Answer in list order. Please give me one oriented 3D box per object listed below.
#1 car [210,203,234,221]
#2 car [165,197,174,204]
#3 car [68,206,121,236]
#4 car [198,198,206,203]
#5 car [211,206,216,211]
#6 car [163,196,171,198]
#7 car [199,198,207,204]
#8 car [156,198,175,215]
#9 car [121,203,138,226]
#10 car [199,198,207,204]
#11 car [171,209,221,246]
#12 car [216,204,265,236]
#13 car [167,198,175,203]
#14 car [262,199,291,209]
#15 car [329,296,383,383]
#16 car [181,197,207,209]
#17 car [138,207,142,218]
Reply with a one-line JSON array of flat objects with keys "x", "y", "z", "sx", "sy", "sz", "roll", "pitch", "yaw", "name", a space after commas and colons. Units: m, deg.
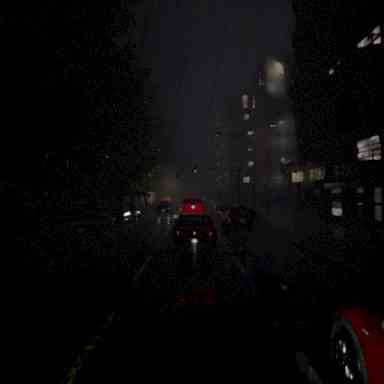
[{"x": 2.695, "y": 1.756, "z": 30.941, "sx": 1.752, "sy": 1.417, "sz": 4.829, "roll": 0, "pitch": 0, "yaw": 0, "name": "car"}, {"x": -5.674, "y": 2.120, "z": 85.408, "sx": 1.967, "sy": 1.590, "sz": 4.097, "roll": 0, "pitch": 0, "yaw": 0, "name": "car"}, {"x": -5.687, "y": 1.667, "z": 19.341, "sx": 1.752, "sy": 1.417, "sz": 4.829, "roll": 0, "pitch": 0, "yaw": 0, "name": "car"}, {"x": 2.708, "y": 2.279, "z": 90.941, "sx": 2.008, "sy": 1.369, "sz": 4.403, "roll": 0, "pitch": -1, "yaw": 0, "name": "car"}, {"x": 2.695, "y": 1.752, "z": 25.140, "sx": 1.947, "sy": 1.339, "sz": 4.313, "roll": 0, "pitch": 0, "yaw": 0, "name": "car"}, {"x": -5.677, "y": 1.900, "z": 74.339, "sx": 2.192, "sy": 1.841, "sz": 5.009, "roll": 0, "pitch": 0, "yaw": 0, "name": "car"}, {"x": 2.705, "y": 2.158, "z": 80.040, "sx": 1.752, "sy": 1.417, "sz": 4.829, "roll": 0, "pitch": 0, "yaw": 0, "name": "car"}, {"x": -3.029, "y": 1.779, "z": 37.981, "sx": 2.128, "sy": 1.511, "sz": 4.902, "roll": 0, "pitch": -1, "yaw": 1, "name": "car"}, {"x": -5.686, "y": 1.737, "z": 25.141, "sx": 2.008, "sy": 1.369, "sz": 4.403, "roll": 0, "pitch": 0, "yaw": 0, "name": "car"}, {"x": 2.706, "y": 2.224, "z": 85.405, "sx": 1.887, "sy": 1.381, "sz": 4.507, "roll": 0, "pitch": -1, "yaw": 0, "name": "car"}, {"x": 0.104, "y": 1.715, "z": 15.764, "sx": 1.895, "sy": 1.301, "sz": 4.718, "roll": 0, "pitch": 0, "yaw": 0, "name": "car"}, {"x": 2.692, "y": 1.583, "z": 19.510, "sx": 1.967, "sy": 1.590, "sz": 4.097, "roll": 0, "pitch": 0, "yaw": 0, "name": "car"}, {"x": -5.673, "y": 2.273, "z": 90.942, "sx": 1.887, "sy": 1.381, "sz": 4.507, "roll": 0, "pitch": -1, "yaw": 0, "name": "car"}, {"x": 14.628, "y": 2.034, "z": 57.759, "sx": 5.009, "sy": 1.841, "sz": 2.192, "roll": 1, "pitch": -1, "yaw": 0, "name": "car"}, {"x": 2.689, "y": 1.459, "z": 2.621, "sx": 1.967, "sy": 1.590, "sz": 4.097, "roll": 0, "pitch": 0, "yaw": 0, "name": "car"}, {"x": 0.108, "y": 1.460, "z": 31.882, "sx": 2.150, "sy": 2.045, "sz": 5.566, "roll": 0, "pitch": -1, "yaw": 0, "name": "car"}, {"x": -5.685, "y": 1.754, "z": 30.602, "sx": 1.752, "sy": 1.417, "sz": 4.829, "roll": 0, "pitch": 0, "yaw": 0, "name": "car"}]
